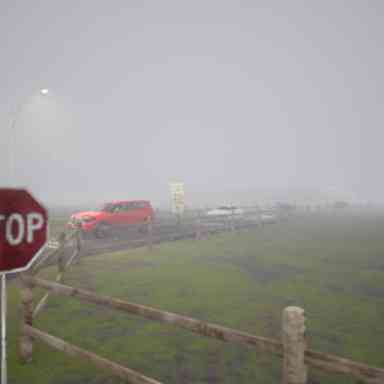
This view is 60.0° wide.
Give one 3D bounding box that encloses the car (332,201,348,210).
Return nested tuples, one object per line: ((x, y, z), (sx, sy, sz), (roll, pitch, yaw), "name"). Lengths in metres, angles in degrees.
((24.300, 2.188, 54.477), (1.837, 1.490, 4.892), (-1, -1, 36), "car")

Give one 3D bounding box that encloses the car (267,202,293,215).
((10.893, 2.015, 41.028), (2.128, 1.511, 4.902), (-1, -1, 36), "car")

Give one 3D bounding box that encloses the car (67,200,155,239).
((-4.597, 1.510, 19.809), (2.150, 2.045, 5.566), (-1, -1, 36), "car")

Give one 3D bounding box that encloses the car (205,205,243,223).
((3.045, 1.926, 30.288), (1.812, 1.442, 4.674), (-1, -1, 36), "car")
